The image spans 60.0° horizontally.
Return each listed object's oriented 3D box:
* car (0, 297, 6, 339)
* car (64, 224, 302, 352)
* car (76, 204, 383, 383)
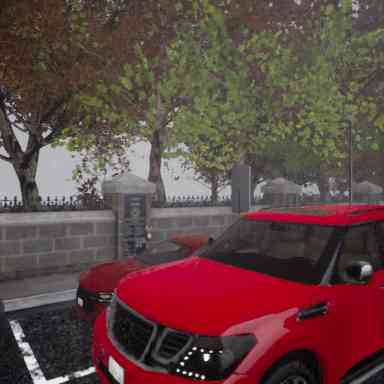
[{"bbox_3d":[-4.476,1.551,3.467,4.403,1.369,2.008,0,0,-35],"label":"car"},{"bbox_3d":[0.013,1.545,6.715,4.507,1.381,1.887,0,0,-35],"label":"car"},{"bbox_3d":[1.591,1.223,4.519,5.566,2.045,2.150,0,0,-35],"label":"car"}]
